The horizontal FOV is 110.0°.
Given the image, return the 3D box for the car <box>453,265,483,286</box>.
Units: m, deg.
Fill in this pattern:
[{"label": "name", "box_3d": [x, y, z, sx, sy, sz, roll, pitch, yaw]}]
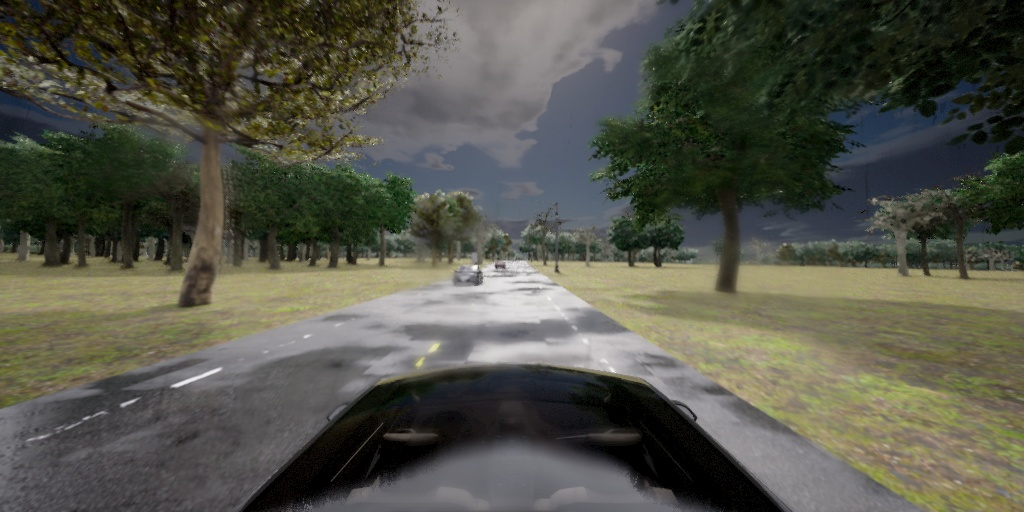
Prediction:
[{"label": "car", "box_3d": [-3.300, 1.443, 27.571, 2.128, 1.511, 4.902, 0, 0, 1]}]
